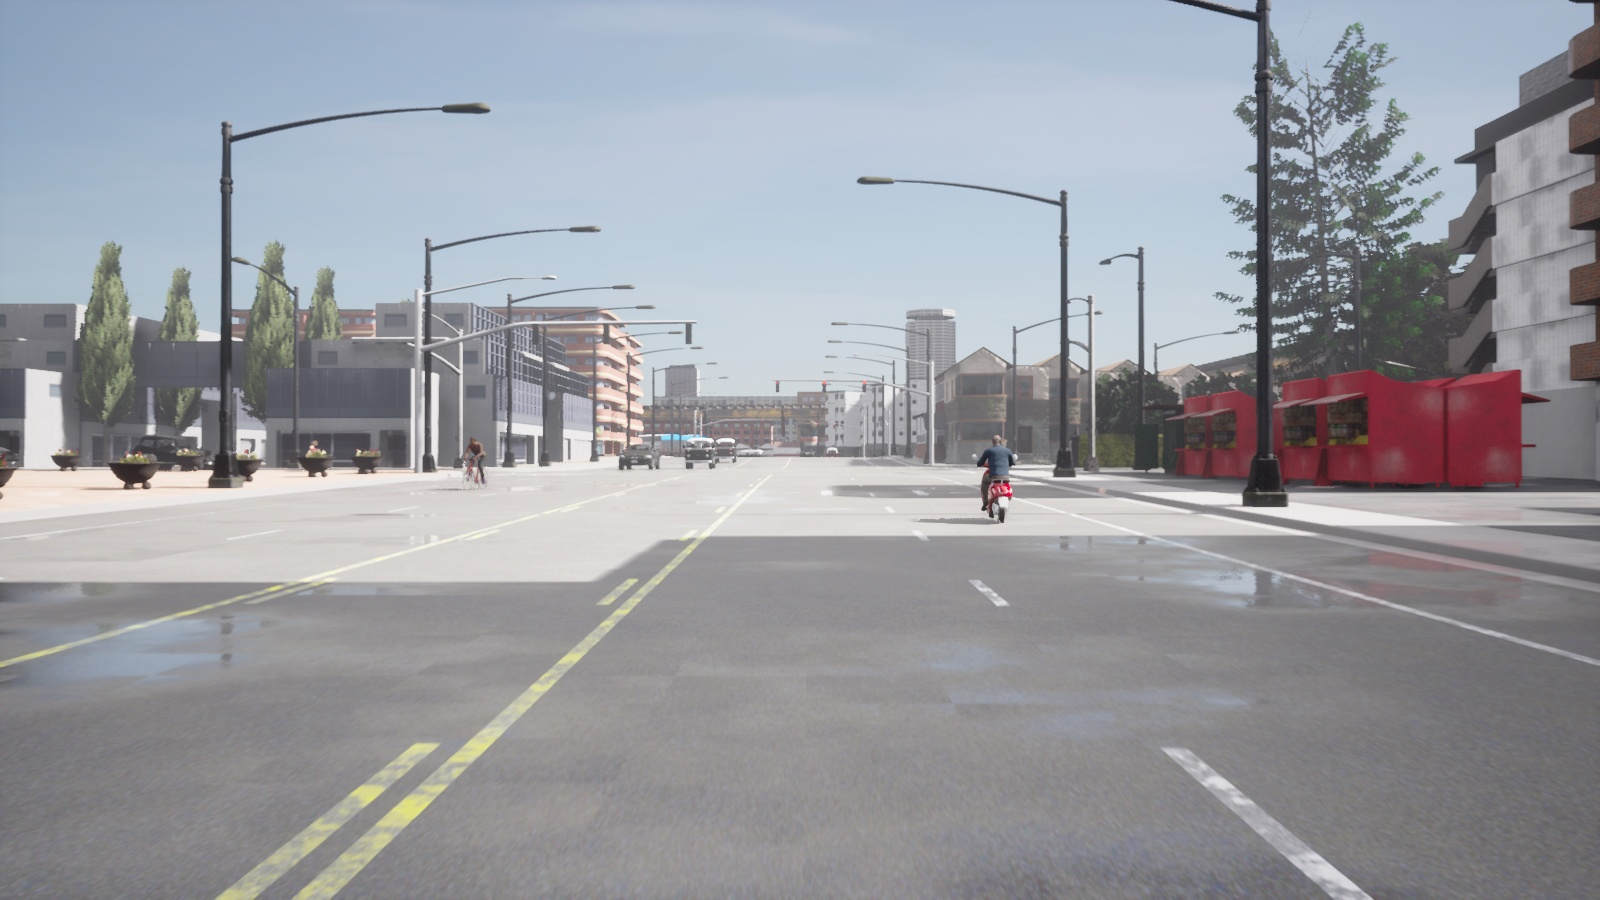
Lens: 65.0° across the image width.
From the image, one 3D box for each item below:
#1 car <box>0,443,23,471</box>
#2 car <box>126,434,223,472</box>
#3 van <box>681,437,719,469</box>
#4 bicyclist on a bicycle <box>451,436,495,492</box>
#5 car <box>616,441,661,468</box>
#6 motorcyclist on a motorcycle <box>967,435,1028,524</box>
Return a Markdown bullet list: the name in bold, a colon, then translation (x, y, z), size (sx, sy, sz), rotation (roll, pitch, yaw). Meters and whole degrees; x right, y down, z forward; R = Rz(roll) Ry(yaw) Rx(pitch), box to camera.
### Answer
- **car**: translation (-44.166, 0.382, 66.535), size (4.892, 1.490, 1.837), rotation (0, 0, 2)
- **car**: translation (-31.223, 0.156, 62.773), size (3.866, 1.878, 1.905), rotation (0, 0, 1)
- **van**: translation (-6.509, 0.223, 81.967), size (2.069, 2.038, 4.480), rotation (0, 0, 0)
- **bicyclist on a bicycle**: translation (-9.764, 0.409, 37.517), size (0.582, 1.620, 1.656), rotation (1, 1, 12)
- **car**: translation (-10.030, 0.262, 78.496), size (2.152, 1.651, 5.027), rotation (0, 0, 0)
- **motorcyclist on a motorcycle**: translation (3.651, 0.528, 23.337), size (0.866, 1.590, 1.817), rotation (0, 0, 0)
